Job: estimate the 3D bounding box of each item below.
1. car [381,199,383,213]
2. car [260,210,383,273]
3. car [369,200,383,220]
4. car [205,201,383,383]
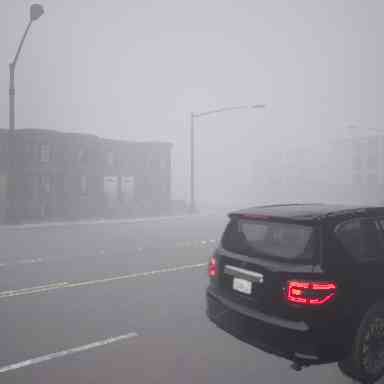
[{"bbox_3d":[21.417,1.491,33.858,2.128,1.511,4.902,0,0,7],"label":"car"},{"bbox_3d":[4.677,1.505,11.450,4.892,1.490,1.837,0,0,-38],"label":"car"},{"bbox_3d":[16.733,1.493,28.391,2.128,1.511,4.902,0,0,19],"label":"car"},{"bbox_3d":[2.785,1.223,5.624,5.566,2.045,2.150,0,0,-36],"label":"car"}]
